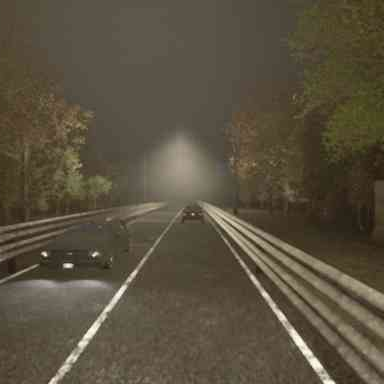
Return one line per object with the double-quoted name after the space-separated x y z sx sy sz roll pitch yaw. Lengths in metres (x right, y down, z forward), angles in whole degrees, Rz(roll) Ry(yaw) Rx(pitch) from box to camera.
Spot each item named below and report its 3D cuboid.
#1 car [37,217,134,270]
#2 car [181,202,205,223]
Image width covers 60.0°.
-3.289 1.612 11.556 2.033 1.411 5.357 0 -1 1 "car"
0.093 1.791 27.808 2.033 1.411 5.357 0 -1 1 "car"
